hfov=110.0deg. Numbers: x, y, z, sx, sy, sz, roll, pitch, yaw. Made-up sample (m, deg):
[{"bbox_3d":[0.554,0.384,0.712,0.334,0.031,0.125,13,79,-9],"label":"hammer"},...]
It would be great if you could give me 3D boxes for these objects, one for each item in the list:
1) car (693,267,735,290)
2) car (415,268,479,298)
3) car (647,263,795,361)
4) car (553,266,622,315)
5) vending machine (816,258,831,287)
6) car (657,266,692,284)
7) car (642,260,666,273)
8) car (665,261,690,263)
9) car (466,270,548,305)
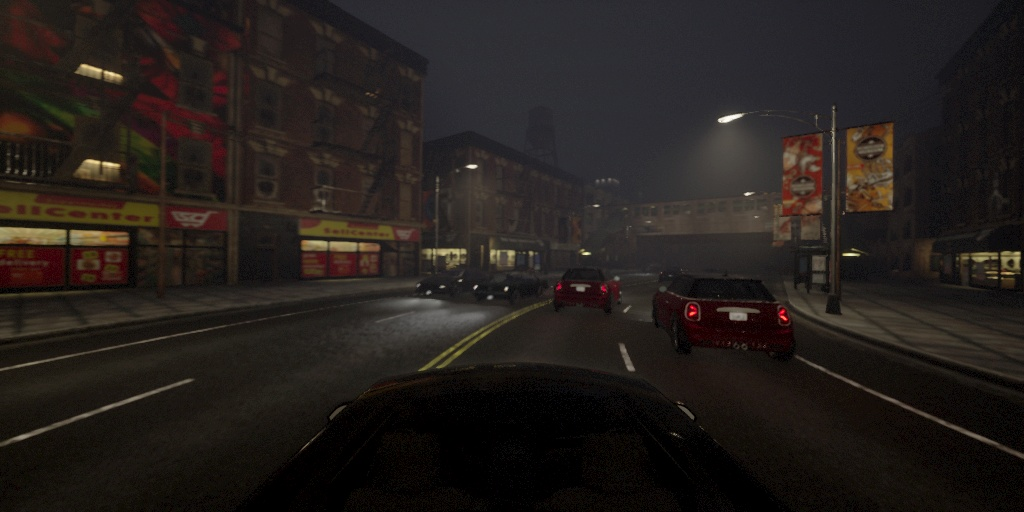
[{"bbox_3d":[15.213,1.610,26.813,2.033,1.411,5.357,1,0,37],"label":"car"},{"bbox_3d":[-2.730,1.335,19.045,2.033,1.411,5.357,1,0,26],"label":"car"},{"bbox_3d":[4.863,1.199,8.959,2.097,1.767,4.553,1,0,14],"label":"car"},{"bbox_3d":[3.211,1.200,14.556,2.097,1.767,4.553,1,0,22],"label":"car"},{"bbox_3d":[28.109,1.454,32.010,1.100,2.100,0.880,0,0,36],"label":"vending machine"},{"bbox_3d":[14.334,1.635,31.466,1.994,1.385,4.181,1,0,36],"label":"car"},{"bbox_3d":[20.154,1.726,51.453,2.128,1.511,4.902,1,0,37],"label":"car"},{"bbox_3d":[23.224,1.816,49.720,2.033,1.411,5.357,1,0,37],"label":"car"},{"bbox_3d":[0.042,1.416,16.731,1.895,1.301,4.718,1,0,26],"label":"car"}]
